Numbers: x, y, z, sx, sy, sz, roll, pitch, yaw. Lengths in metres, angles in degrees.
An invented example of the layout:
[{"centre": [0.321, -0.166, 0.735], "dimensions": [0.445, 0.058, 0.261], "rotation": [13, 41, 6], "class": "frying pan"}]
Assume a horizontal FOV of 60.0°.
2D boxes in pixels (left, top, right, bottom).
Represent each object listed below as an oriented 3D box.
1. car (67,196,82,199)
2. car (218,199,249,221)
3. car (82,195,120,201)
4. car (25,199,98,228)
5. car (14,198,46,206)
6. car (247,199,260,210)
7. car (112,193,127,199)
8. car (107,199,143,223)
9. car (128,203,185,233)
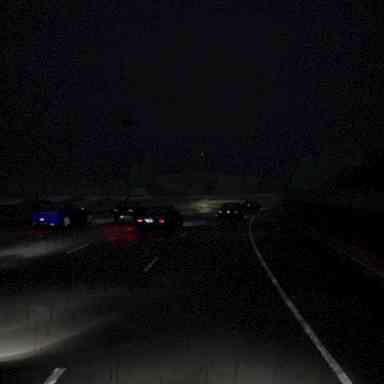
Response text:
[{"centre": [-20.642, 1.476, 58.371], "dimensions": [1.837, 1.490, 4.892], "rotation": [0, 0, 18], "class": "car"}, {"centre": [3.293, 1.561, 27.450], "dimensions": [2.033, 1.411, 5.357], "rotation": [0, 0, 13], "class": "car"}, {"centre": [-12.981, 1.529, 47.816], "dimensions": [2.033, 1.411, 5.357], "rotation": [0, 0, 18], "class": "car"}, {"centre": [-8.410, 1.463, 21.967], "dimensions": [1.882, 1.535, 5.008], "rotation": [0, 0, 9], "class": "car"}, {"centre": [-19.031, 1.457, 39.748], "dimensions": [2.128, 1.511, 4.902], "rotation": [0, 0, 15], "class": "car"}, {"centre": [7.504, 1.590, 42.390], "dimensions": [1.994, 1.385, 4.181], "rotation": [0, 0, 17], "class": "car"}, {"centre": [-14.645, 1.257, 65.517], "dimensions": [2.150, 2.045, 5.566], "rotation": [0, 0, 18], "class": "car"}, {"centre": [-4.306, 1.487, 25.044], "dimensions": [2.128, 1.511, 4.902], "rotation": [0, 0, 11], "class": "car"}, {"centre": [-1.748, 1.548, 19.699], "dimensions": [2.033, 1.411, 5.357], "rotation": [0, 0, 9], "class": "car"}]
